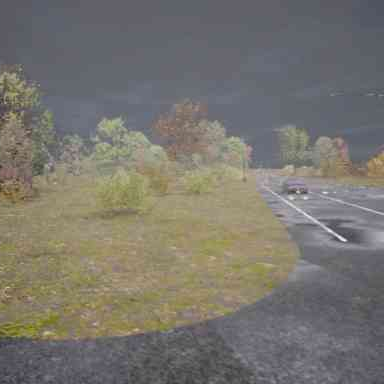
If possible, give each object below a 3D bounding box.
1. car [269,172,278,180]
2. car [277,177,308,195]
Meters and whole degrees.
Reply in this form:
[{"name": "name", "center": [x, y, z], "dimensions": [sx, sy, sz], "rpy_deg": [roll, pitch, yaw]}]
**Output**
[{"name": "car", "center": [22.019, -4.455, 90.059], "dimensions": [2.150, 2.045, 5.566], "rpy_deg": [-1, 3, 13]}, {"name": "car", "center": [9.828, -0.534, 32.245], "dimensions": [2.033, 1.411, 5.357], "rpy_deg": [-2, 3, 8]}]
